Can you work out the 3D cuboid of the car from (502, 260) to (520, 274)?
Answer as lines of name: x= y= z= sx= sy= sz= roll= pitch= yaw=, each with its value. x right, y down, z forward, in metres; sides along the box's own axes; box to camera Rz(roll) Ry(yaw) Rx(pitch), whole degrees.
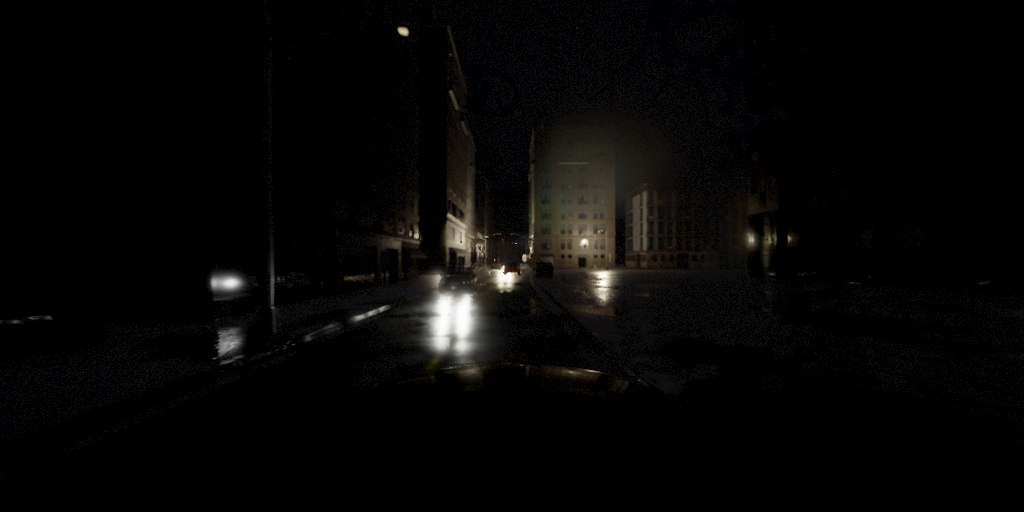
car: x=0.050 y=1.577 z=49.534 sx=2.097 sy=1.767 sz=4.553 roll=0 pitch=0 yaw=0

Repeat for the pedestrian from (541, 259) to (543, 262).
pedestrian: x=3.139 y=1.248 z=37.523 sx=0.375 sy=1.860 sz=0.375 roll=0 pitch=0 yaw=-5

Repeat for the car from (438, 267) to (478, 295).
car: x=-3.097 y=1.438 z=21.403 sx=2.128 sy=1.511 sz=4.902 roll=0 pitch=-1 yaw=0

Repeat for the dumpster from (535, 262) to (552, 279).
dumpster: x=3.139 y=1.488 z=36.143 sx=1.020 sy=1.700 sz=1.940 roll=0 pitch=0 yaw=0

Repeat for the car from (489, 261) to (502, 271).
car: x=-2.993 y=1.759 z=63.516 sx=1.882 sy=1.535 sz=5.008 roll=0 pitch=-1 yaw=0
